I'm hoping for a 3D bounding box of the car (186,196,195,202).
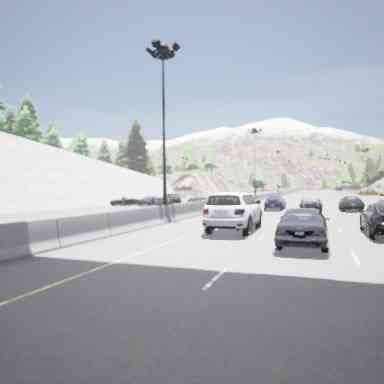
[{"bbox_3d":[0.666,1.141,43.263,1.994,1.385,4.181,-1,1,21],"label":"car"}]

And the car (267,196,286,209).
[{"bbox_3d":[8.570,1.087,34.179,1.812,1.442,4.674,-1,0,20],"label":"car"}]

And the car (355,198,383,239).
[{"bbox_3d":[8.938,1.243,15.298,1.837,1.490,4.892,-1,1,21],"label":"car"}]

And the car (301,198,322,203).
[{"bbox_3d":[10.984,1.165,30.629,1.895,1.301,4.718,-1,1,21],"label":"car"}]

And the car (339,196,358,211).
[{"bbox_3d":[15.015,1.069,31.397,1.994,1.385,4.181,-1,1,21],"label":"car"}]

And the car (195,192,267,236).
[{"bbox_3d":[2.251,1.026,17.407,2.150,2.045,5.566,-1,1,21],"label":"car"}]

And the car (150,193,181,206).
[{"bbox_3d":[-3.100,0.976,43.248,2.097,1.767,4.553,-1,1,21],"label":"car"}]

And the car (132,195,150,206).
[{"bbox_3d":[-5.721,1.179,46.154,2.033,1.411,5.357,-1,1,21],"label":"car"}]

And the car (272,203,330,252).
[{"bbox_3d":[4.398,1.365,13.178,2.033,1.411,5.357,-1,1,21],"label":"car"}]

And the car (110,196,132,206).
[{"bbox_3d":[-9.423,1.278,46.289,1.895,1.301,4.718,-1,1,21],"label":"car"}]

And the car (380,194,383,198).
[{"bbox_3d":[17.759,0.714,28.768,2.150,2.045,5.566,-1,0,21],"label":"car"}]
